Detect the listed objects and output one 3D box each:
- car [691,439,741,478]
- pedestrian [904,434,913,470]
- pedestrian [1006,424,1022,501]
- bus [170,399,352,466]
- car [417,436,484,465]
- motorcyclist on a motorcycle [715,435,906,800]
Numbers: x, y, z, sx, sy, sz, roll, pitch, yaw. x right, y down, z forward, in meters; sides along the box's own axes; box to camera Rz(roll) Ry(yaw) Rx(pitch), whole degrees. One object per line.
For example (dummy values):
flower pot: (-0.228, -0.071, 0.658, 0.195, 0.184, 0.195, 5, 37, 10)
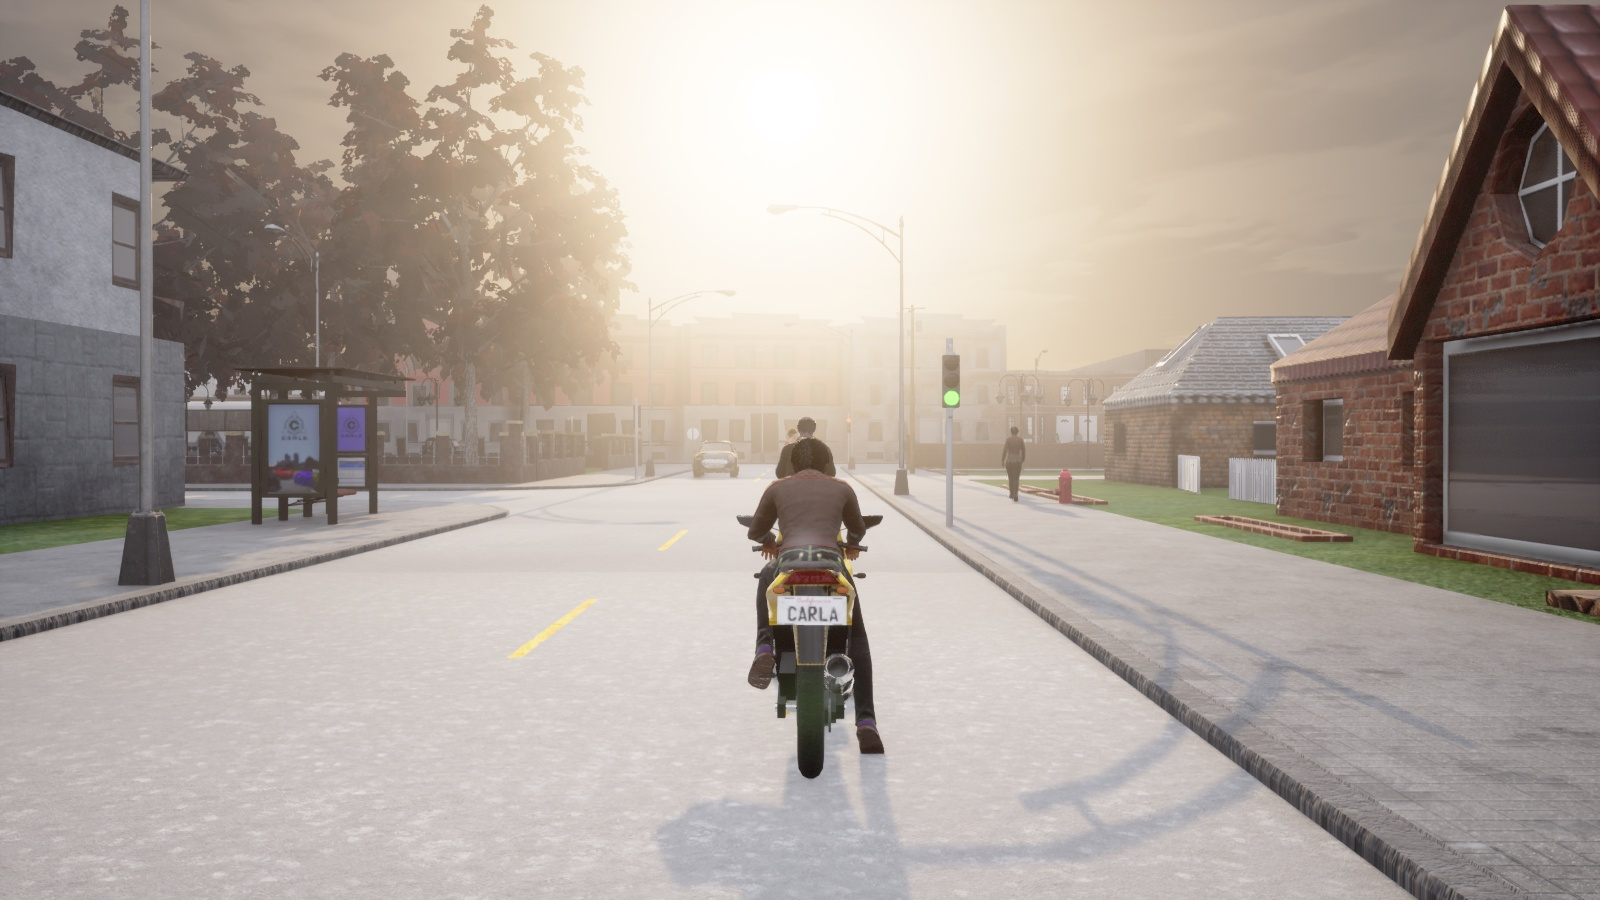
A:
car: (-3.748, 0.354, 56.532, 2.033, 1.649, 4.856, 0, 0, -1)
pedestrian: (5.535, 0.093, 64.055, 0.431, 1.840, 0.703, 0, 0, 8)
pedestrian: (5.097, 0.288, 29.933, 0.328, 1.805, 0.869, 0, 0, 7)
bus: (-35.270, -1.124, 82.490, 10.273, 4.253, 3.944, 0, 0, 1)
car: (-22.915, 0.058, 82.453, 3.866, 1.878, 1.905, 0, 0, 1)
motorcyclist on a motorcycle: (0.049, 0.693, 6.256, 0.797, 1.523, 2.044, 0, 0, 0)
